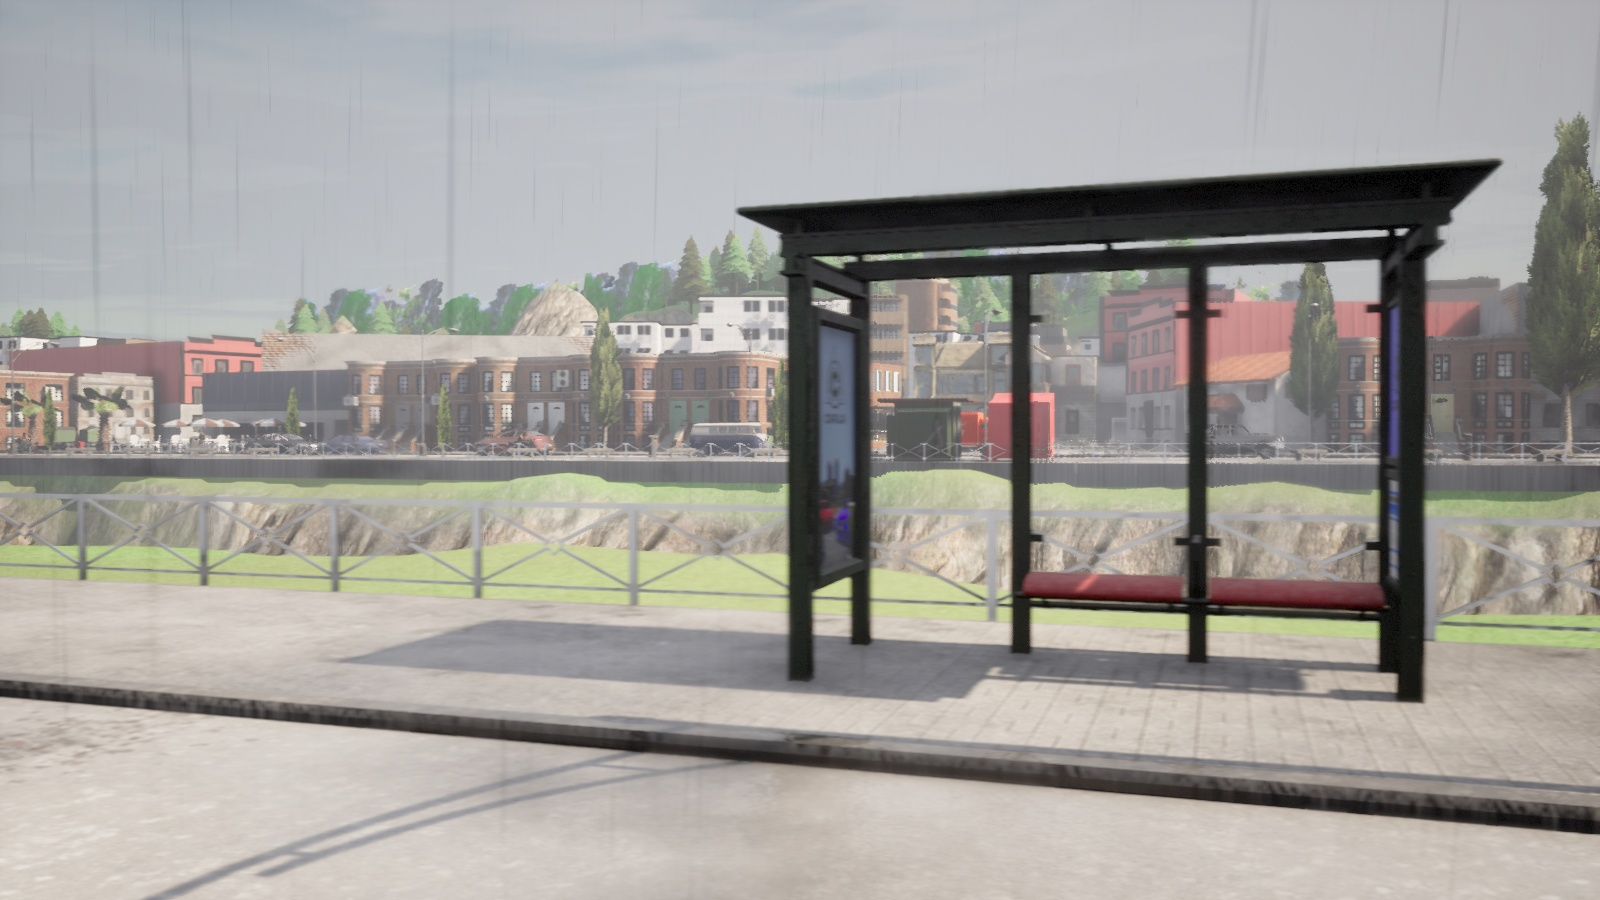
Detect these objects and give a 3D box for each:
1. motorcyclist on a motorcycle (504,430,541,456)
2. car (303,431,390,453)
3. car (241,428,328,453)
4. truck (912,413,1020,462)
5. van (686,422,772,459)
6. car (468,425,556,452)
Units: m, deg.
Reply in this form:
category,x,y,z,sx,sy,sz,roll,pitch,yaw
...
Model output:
category,x,y,z,sx,sy,sz,roll,pitch,yaw
motorcyclist on a motorcycle,-16.416,-0.444,74.333,2.044,1.523,0.797,1,1,19
car,-30.008,-0.570,83.120,5.357,1.411,2.033,1,1,19
car,-32.783,-0.619,79.833,4.902,1.511,2.128,1,1,19
truck,8.736,-0.681,65.872,5.204,2.467,2.627,0,1,19
van,-3.945,-0.559,70.137,4.442,1.987,1.775,1,1,19
car,-18.156,-0.730,79.132,5.027,1.651,2.152,1,1,19
